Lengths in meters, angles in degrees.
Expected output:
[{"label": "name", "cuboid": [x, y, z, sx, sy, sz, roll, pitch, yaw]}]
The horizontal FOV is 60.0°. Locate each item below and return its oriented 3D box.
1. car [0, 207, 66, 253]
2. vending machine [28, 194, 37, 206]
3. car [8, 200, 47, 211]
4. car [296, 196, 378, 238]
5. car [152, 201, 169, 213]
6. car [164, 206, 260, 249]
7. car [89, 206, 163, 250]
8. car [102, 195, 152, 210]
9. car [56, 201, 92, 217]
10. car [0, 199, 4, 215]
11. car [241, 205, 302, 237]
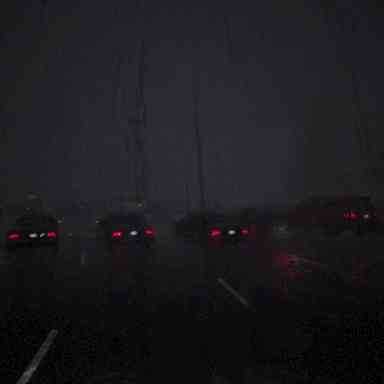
[{"label": "car", "cuboid": [-6.669, 1.613, 14.199, 2.033, 1.411, 5.357, 0, 0, -23]}, {"label": "vending machine", "cuboid": [-28.359, 1.471, 59.143, 0.880, 2.100, 1.100, 0, 0, 36]}, {"label": "car", "cuboid": [-15.492, 1.501, 31.308, 4.553, 1.767, 2.097, 0, 0, 42]}, {"label": "car", "cuboid": [7.072, 1.211, 17.803, 2.150, 2.045, 5.566, 0, 0, -21]}, {"label": "car", "cuboid": [-4.070, 1.651, 35.316, 1.994, 1.385, 4.181, 0, 0, -43]}, {"label": "car", "cuboid": [0.590, 1.570, 14.786, 2.033, 1.411, 5.357, 0, 0, -21]}, {"label": "car", "cuboid": [-3.121, 1.593, 14.731, 2.033, 1.411, 5.357, 0, 0, -22]}, {"label": "car", "cuboid": [-6.824, 1.322, 33.240, 2.150, 2.045, 5.566, 0, 0, -44]}, {"label": "car", "cuboid": [-11.708, 1.620, 32.623, 4.902, 1.511, 2.128, 0, 0, 42]}, {"label": "car", "cuboid": [-18.854, 1.388, 29.731, 5.566, 2.045, 2.150, 0, 0, 39]}, {"label": "car", "cuboid": [3.325, 1.517, 17.691, 1.837, 1.490, 4.892, 0, 0, -21]}]
